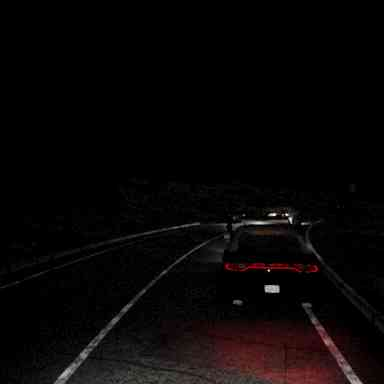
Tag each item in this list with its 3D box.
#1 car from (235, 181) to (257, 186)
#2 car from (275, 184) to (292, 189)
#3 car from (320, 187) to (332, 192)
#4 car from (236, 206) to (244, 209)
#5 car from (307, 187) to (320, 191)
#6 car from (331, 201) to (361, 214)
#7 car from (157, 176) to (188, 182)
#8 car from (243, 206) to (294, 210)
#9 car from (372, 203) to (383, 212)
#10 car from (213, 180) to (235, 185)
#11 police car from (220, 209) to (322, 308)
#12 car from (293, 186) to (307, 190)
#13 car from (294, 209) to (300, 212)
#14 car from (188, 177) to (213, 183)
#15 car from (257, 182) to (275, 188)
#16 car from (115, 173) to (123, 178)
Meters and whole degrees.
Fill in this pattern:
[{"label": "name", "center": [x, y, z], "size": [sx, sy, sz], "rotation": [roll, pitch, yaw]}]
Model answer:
[{"label": "car", "center": [10.312, -1.495, 68.756], "size": [5.008, 1.535, 2.097], "rotation": [3, -5, -32]}, {"label": "car", "center": [19.636, -0.959, 75.032], "size": [4.792, 1.488, 2.163], "rotation": [3, -6, -35]}, {"label": "car", "center": [32.863, -0.288, 84.999], "size": [4.553, 1.767, 2.185], "rotation": [4, -6, -38]}, {"label": "car", "center": [4.654, 1.931, 29.122], "size": [1.812, 1.442, 4.674], "rotation": [-3, -2, 31]}, {"label": "car", "center": [28.441, -0.463, 81.507], "size": [4.892, 1.521, 2.231], "rotation": [3, -6, -37]}, {"label": "car", "center": [19.317, 1.878, 41.750], "size": [4.553, 1.767, 2.097], "rotation": [1, -4, -41]}, {"label": "car", "center": [-3.936, -2.154, 60.236], "size": [4.892, 1.521, 2.231], "rotation": [2, -5, -30]}, {"label": "car", "center": [4.183, 1.566, 17.520], "size": [1.801, 1.575, 5.366], "rotation": [-2, -1, 19]}, {"label": "car", "center": [28.384, 2.228, 48.636], "size": [4.181, 1.385, 1.994], "rotation": [0, -4, -29]}, {"label": "car", "center": [5.614, -1.692, 65.812], "size": [4.674, 1.452, 2.002], "rotation": [3, -5, -31]}, {"label": "police car", "center": [1.784, 1.454, 8.192], "size": [1.930, 1.638, 5.238], "rotation": [-1, 0, 10]}, {"label": "car", "center": [24.112, -0.689, 78.250], "size": [4.674, 1.452, 2.002], "rotation": [3, -6, -36]}, {"label": "car", "center": [6.264, 1.700, 22.654], "size": [1.812, 1.442, 4.674], "rotation": [-2, -2, 25]}, {"label": "car", "center": [0.853, -1.956, 62.974], "size": [4.892, 1.521, 2.231], "rotation": [2, -5, -30]}, {"label": "car", "center": [14.926, -1.376, 71.794], "size": [4.553, 1.767, 2.185], "rotation": [3, -5, -33]}, {"label": "car", "center": [-13.437, -2.646, 54.831], "size": [4.553, 1.767, 2.185], "rotation": [2, -5, -30]}]
